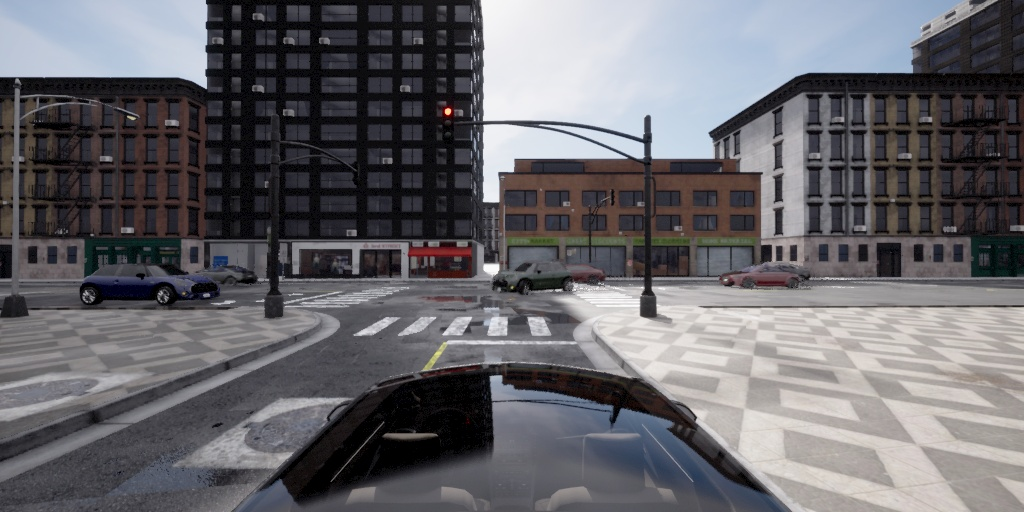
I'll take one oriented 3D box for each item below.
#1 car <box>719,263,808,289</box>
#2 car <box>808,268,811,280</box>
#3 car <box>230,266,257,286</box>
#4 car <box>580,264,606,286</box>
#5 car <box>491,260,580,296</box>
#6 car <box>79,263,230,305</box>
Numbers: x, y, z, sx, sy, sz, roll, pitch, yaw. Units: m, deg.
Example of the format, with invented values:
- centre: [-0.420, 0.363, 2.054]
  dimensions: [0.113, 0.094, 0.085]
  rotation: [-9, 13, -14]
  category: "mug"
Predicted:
- centre: [15.161, 1.295, 22.086]
  dimensions: [4.181, 1.385, 1.994]
  rotation: [0, 0, 0]
  category: "car"
- centre: [18.248, 1.242, 25.346]
  dimensions: [4.902, 1.511, 2.128]
  rotation: [0, 0, 0]
  category: "car"
- centre: [-20.455, 1.392, 25.226]
  dimensions: [4.181, 1.385, 1.994]
  rotation: [0, 0, 0]
  category: "car"
- centre: [4.230, 1.305, 25.304]
  dimensions: [4.674, 1.442, 1.812]
  rotation: [0, 0, 0]
  category: "car"
- centre: [1.121, 1.087, 19.107]
  dimensions: [4.553, 1.767, 2.097]
  rotation: [0, 0, -37]
  category: "car"
- centre: [-15.217, 1.088, 15.270]
  dimensions: [4.553, 1.767, 2.097]
  rotation: [0, 0, 1]
  category: "car"
